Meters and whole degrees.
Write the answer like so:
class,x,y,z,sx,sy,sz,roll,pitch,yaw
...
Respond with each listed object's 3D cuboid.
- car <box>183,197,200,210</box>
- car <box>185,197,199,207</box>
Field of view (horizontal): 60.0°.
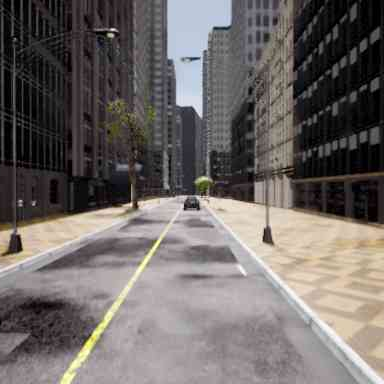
class,x,y,z,sx,sy,sz,roll,pitch,yaw
car,-0.012,1.357,42.564,2.097,1.767,4.553,0,0,0
car,-0.014,1.506,52.852,2.128,1.511,4.902,0,0,0
